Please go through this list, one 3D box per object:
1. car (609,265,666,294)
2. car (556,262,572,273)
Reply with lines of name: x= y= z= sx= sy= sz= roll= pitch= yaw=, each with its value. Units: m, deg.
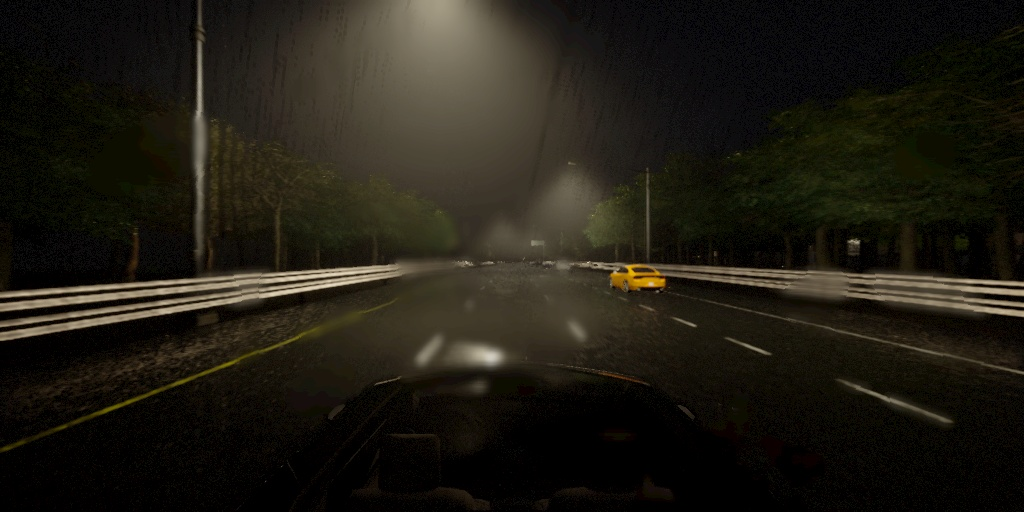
car: x=7.018 y=1.272 z=20.557 sx=1.882 sy=1.535 sz=5.008 roll=0 pitch=0 yaw=0
car: x=7.116 y=1.548 z=49.346 sx=1.812 sy=1.442 sz=4.674 roll=0 pitch=-1 yaw=0
